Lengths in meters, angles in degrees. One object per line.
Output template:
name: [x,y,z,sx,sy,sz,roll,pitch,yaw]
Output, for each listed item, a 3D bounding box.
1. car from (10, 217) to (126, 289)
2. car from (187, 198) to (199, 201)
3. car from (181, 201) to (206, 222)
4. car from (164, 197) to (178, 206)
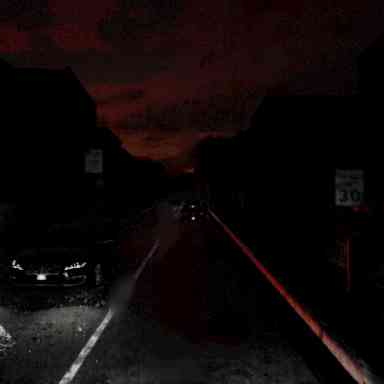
car: [-3.104,1.508,9.289,1.837,1.490,4.892,0,0,0]
car: [0.102,1.491,42.859,1.837,1.490,4.892,0,0,0]
car: [0.100,1.611,26.269,1.895,1.301,4.718,0,0,0]
car: [-3.227,1.484,52.264,1.994,1.385,4.181,0,0,0]
